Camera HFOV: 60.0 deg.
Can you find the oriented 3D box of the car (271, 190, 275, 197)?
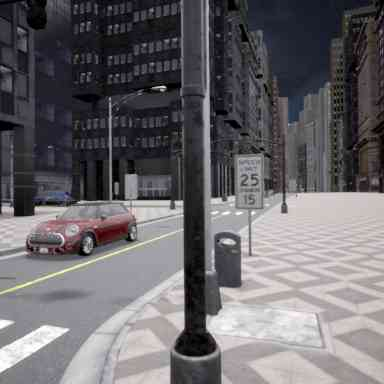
[{"bbox_3d":[18.130,0.285,77.066,2.128,1.511,4.902,-1,1,19],"label":"car"}]

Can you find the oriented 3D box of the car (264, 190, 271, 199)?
[{"bbox_3d":[13.361,0.538,63.174,1.994,1.385,4.181,-1,1,19],"label":"car"}]

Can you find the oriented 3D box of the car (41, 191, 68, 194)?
[{"bbox_3d":[-18.665,0.905,43.780,5.566,2.045,2.150,0,0,19],"label":"car"}]

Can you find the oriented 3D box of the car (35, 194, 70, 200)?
[{"bbox_3d":[-15.834,1.235,39.430,4.718,1.301,1.895,-1,0,19],"label":"car"}]

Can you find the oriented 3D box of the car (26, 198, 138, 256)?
[{"bbox_3d":[-3.917,1.208,12.530,2.097,1.767,4.553,-1,1,19],"label":"car"}]
